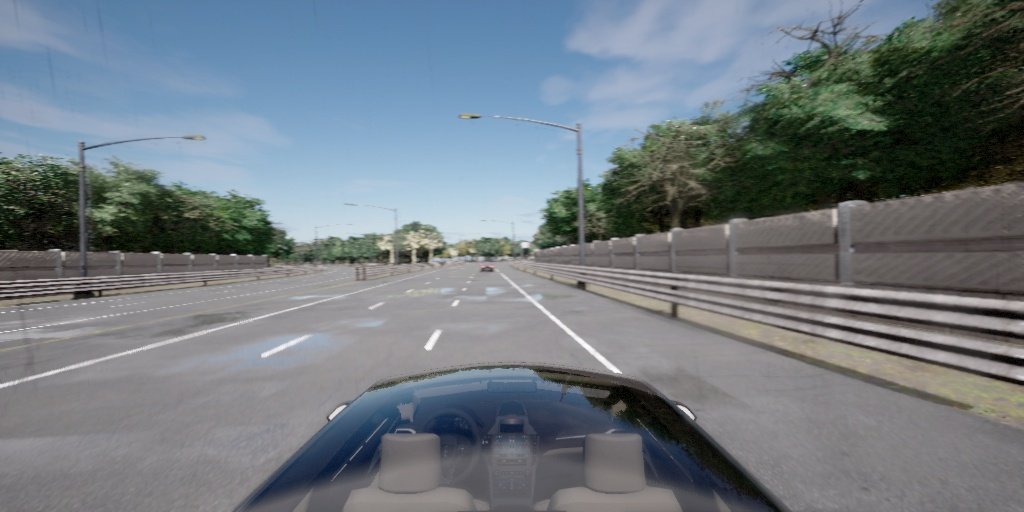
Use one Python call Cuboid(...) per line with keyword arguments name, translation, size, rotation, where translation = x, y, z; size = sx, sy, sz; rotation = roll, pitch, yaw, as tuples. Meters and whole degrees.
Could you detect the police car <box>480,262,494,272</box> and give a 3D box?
Cuboid(name="police car", translation=(-3.744, 1.667, 53.671), size=(2.038, 1.542, 4.974), rotation=(-1, 0, -4))
